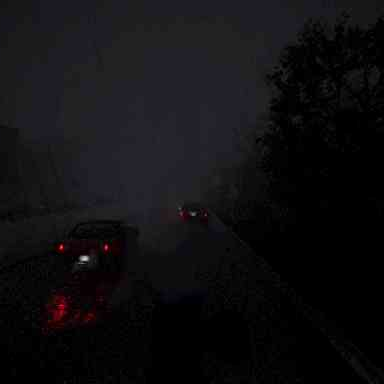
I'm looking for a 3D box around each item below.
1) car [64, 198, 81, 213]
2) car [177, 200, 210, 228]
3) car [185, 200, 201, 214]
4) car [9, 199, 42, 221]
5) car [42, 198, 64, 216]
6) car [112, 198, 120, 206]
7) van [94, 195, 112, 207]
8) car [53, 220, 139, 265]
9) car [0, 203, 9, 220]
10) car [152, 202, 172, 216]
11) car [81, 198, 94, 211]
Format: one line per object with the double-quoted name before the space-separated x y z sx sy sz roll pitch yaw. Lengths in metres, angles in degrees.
"car" -15.510 1.555 39.985 2.185 1.767 4.553 0 0 0
"car" 0.100 1.484 23.363 2.097 1.767 4.553 0 0 0
"car" 0.101 1.729 40.239 1.837 1.490 4.892 0 -1 0
"car" -15.484 1.617 28.909 2.231 1.521 4.892 0 0 0
"car" -15.497 1.523 34.460 2.185 1.767 4.553 0 0 0
"car" -15.566 1.839 62.148 2.163 1.488 4.792 0 0 0
"van" -15.551 1.551 56.538 1.878 1.987 4.442 0 0 0
"car" -3.150 1.668 11.981 1.895 1.301 4.718 0 0 0
"car" -15.471 1.584 23.383 2.097 1.535 5.008 0 0 0
"car" -3.148 1.744 35.158 2.033 1.411 5.357 0 0 0
"car" -15.525 1.753 45.605 2.002 1.452 4.674 0 0 0
